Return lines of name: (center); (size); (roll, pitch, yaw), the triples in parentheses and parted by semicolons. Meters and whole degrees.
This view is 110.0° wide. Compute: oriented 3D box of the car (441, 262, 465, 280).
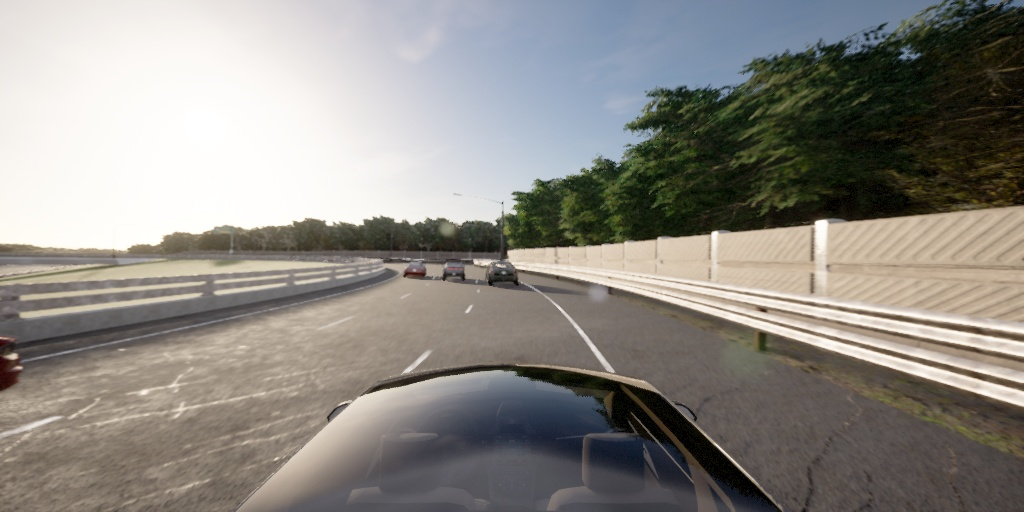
car: (-5.099, 1.257, 31.244); (2.128, 1.511, 4.902); (1, 0, -10)

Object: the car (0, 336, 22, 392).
car: (-7.423, 1.129, 2.511); (1.882, 1.535, 5.008); (1, 0, 6)

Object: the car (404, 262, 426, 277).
car: (-9.444, 1.281, 35.051); (1.994, 1.385, 4.181); (1, 0, -13)

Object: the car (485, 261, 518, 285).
car: (-0.838, 1.161, 26.463); (2.097, 1.767, 4.553); (1, 0, -7)
